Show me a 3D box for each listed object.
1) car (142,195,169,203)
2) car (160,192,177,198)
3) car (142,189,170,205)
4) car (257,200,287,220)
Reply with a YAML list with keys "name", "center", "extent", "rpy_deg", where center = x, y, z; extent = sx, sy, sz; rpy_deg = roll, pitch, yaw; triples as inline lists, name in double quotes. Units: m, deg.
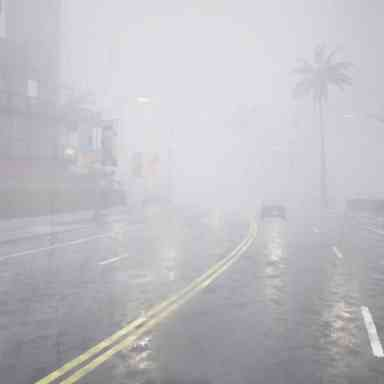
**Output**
- name: "car"
  center: [-6.642, 1.267, 60.500]
  extent: [4.718, 1.301, 1.895]
  rpy_deg: [1, 0, 32]
- name: "car"
  center: [-6.568, 0.770, 92.267]
  extent: [4.553, 1.767, 2.185]
  rpy_deg: [1, 0, 37]
- name: "car"
  center: [-5.393, 0.941, 51.361]
  extent: [2.150, 2.045, 5.566]
  rpy_deg: [0, 0, -30]
- name: "car"
  center: [6.444, 1.388, 27.138]
  extent: [1.882, 1.535, 5.008]
  rpy_deg: [1, 0, 6]
